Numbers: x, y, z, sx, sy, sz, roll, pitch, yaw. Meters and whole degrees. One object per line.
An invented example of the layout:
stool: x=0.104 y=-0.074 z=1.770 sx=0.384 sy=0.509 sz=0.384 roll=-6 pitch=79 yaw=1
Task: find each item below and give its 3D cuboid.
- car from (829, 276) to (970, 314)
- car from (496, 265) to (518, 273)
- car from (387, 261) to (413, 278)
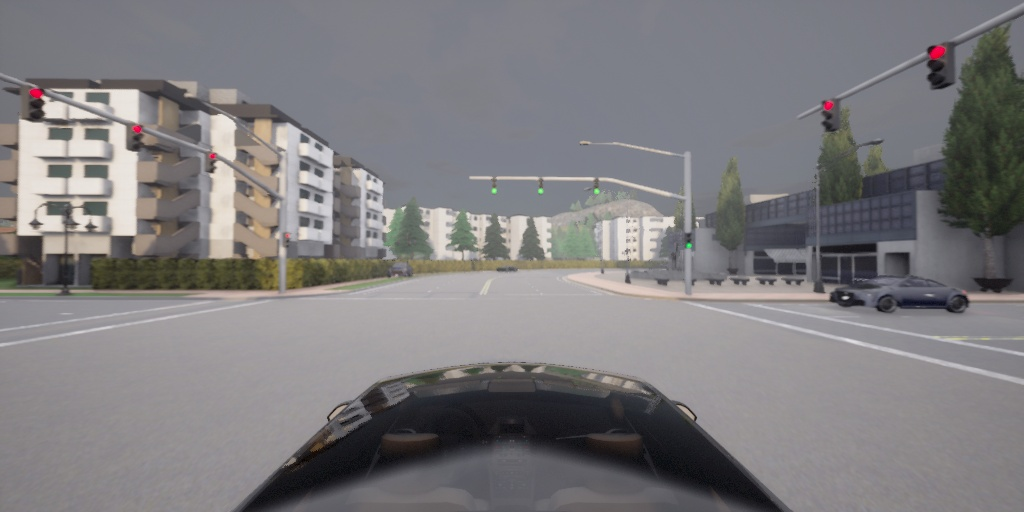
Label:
car: x=15.550 y=1.512 z=14.567 sx=4.181 sy=1.385 sz=1.994 roll=0 pitch=-1 yaw=1
car: x=-0.837 y=2.130 z=60.278 sx=1.895 sy=1.301 sz=4.718 roll=0 pitch=-1 yaw=28
car: x=-12.093 y=1.422 z=39.062 sx=2.097 sy=1.767 sz=4.553 roll=1 pitch=-1 yaw=-7
